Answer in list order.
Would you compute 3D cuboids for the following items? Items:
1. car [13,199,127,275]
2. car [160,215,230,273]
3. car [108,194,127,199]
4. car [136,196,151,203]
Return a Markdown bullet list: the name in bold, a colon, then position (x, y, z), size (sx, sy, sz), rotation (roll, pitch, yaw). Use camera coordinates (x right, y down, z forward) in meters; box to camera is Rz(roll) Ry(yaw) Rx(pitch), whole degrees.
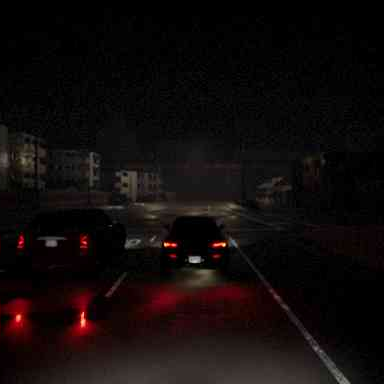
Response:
- **car**: position (-3.428, 1.254, 10.254), size (2.097, 1.767, 4.553), rotation (0, 1, 0)
- **car**: position (0.078, 1.426, 10.183), size (1.812, 1.442, 4.674), rotation (0, 0, 0)
- **car**: position (-12.878, 1.318, 57.723), size (2.150, 2.045, 5.566), rotation (0, -1, 4)
- **car**: position (-10.729, 1.676, 73.561), size (1.882, 1.535, 5.008), rotation (0, 0, 15)
